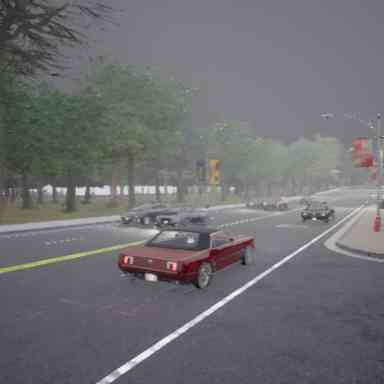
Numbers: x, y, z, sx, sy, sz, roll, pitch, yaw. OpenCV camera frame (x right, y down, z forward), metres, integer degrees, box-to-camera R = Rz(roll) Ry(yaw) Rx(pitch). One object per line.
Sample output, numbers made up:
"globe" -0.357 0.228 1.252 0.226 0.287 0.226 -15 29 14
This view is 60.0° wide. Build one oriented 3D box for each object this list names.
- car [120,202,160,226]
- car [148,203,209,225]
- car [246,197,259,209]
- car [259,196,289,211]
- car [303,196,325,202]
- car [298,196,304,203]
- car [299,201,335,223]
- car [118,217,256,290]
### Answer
"car" -2.973 1.493 23.469 1.837 1.490 4.892 0 0 30
"car" -0.538 1.570 21.189 1.994 1.385 4.181 0 0 30
"car" 8.610 1.410 43.407 2.128 1.511 4.902 0 0 30
"car" 9.999 1.302 39.341 2.097 1.767 4.553 0 1 30
"car" 16.859 1.467 44.540 2.033 1.411 5.357 0 1 30
"car" 18.927 1.388 54.593 2.033 1.411 5.357 0 1 30
"car" 9.953 1.637 25.940 1.895 1.301 4.718 0 0 30
"car" 0.211 1.616 9.329 1.895 1.301 4.718 0 0 30
